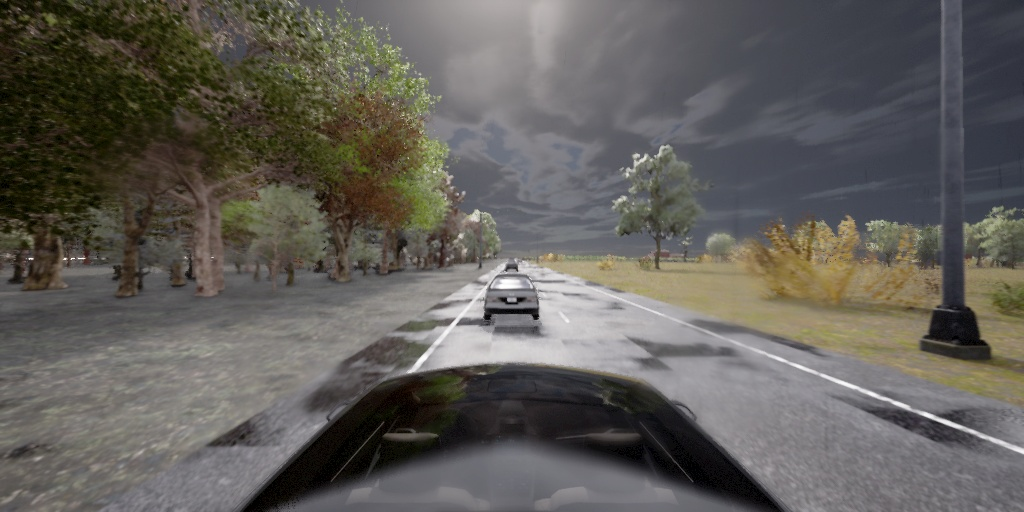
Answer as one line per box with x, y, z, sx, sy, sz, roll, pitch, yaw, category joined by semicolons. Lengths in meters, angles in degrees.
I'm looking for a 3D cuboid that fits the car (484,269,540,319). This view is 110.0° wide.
-0.007;1.362;13.144;2.033;1.411;5.357;0;0;0;car

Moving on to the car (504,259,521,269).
-0.039;1.530;53.517;1.837;1.490;4.892;0;0;0;car
